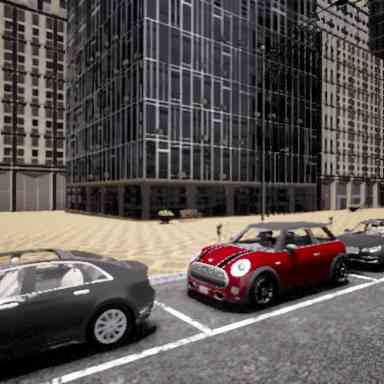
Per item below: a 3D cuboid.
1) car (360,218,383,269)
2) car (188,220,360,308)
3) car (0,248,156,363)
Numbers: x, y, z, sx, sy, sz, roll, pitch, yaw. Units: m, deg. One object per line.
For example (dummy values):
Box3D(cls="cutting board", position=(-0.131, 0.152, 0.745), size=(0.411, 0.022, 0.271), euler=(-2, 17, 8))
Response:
Box3D(cls="car", position=(6.372, 1.586, 11.104), size=(4.403, 1.369, 2.008), euler=(0, 0, -35))
Box3D(cls="car", position=(1.869, 1.458, 7.893), size=(4.097, 1.590, 1.967), euler=(0, 0, -35))
Box3D(cls="car", position=(-2.636, 1.552, 4.680), size=(4.403, 1.369, 2.008), euler=(0, 0, -35))
